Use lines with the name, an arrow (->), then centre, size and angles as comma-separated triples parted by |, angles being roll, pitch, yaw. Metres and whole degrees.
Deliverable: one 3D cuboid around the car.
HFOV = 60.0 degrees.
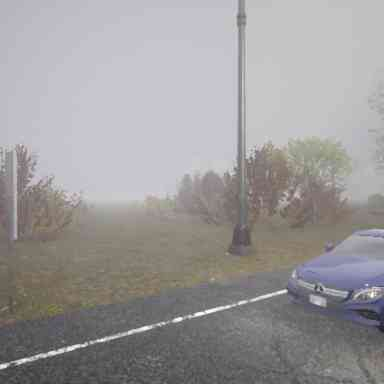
car -> 3.959, 1.524, 6.818 | 4.674, 1.442, 1.812 | 0, 0, -36
